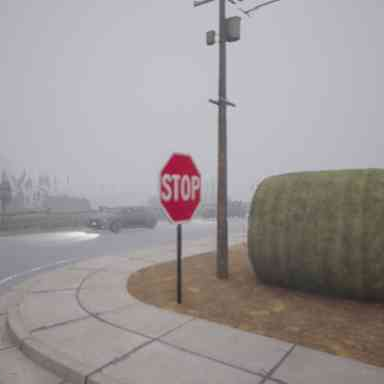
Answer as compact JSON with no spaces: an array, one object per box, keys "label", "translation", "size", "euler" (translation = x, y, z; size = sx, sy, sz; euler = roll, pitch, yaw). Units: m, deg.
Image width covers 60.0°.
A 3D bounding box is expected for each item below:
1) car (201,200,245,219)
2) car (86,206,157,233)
[{"label":"car","translation":[2.708,1.457,27.920],"size":[1.837,1.490,4.892],"euler":[0,0,38]},{"label":"car","translation":[-4.019,1.514,19.396],"size":[1.994,1.385,4.181],"euler":[0,0,38]}]
